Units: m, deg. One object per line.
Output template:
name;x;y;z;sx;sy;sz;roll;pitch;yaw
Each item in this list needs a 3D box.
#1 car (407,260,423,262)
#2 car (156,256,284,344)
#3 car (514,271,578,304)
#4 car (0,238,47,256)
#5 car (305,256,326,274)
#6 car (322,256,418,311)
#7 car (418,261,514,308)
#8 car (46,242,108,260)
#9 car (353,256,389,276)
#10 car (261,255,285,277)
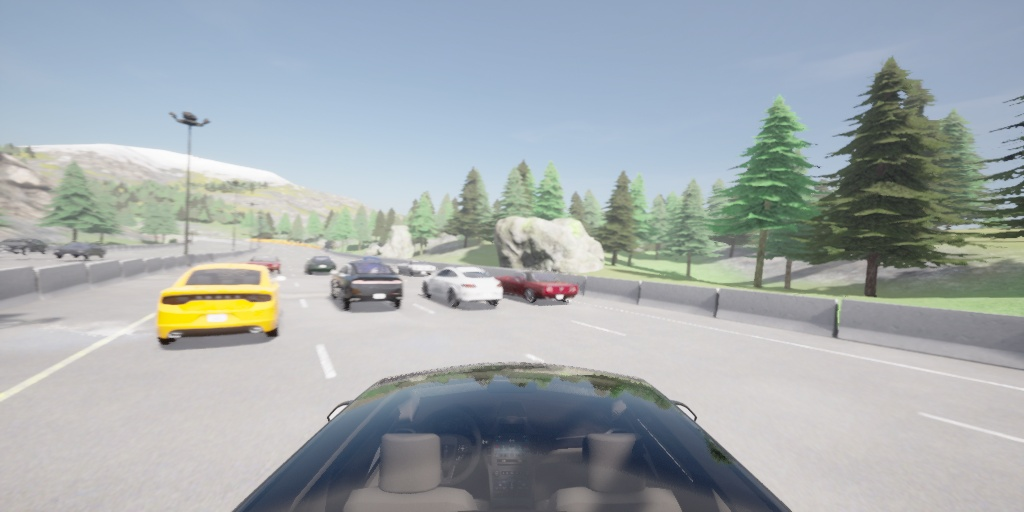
car;-8.228;0.982;30.481;1.895;1.301;4.718;2;0;-33
car;-6.647;0.907;8.561;1.882;1.535;5.008;2;0;-33
car;0.762;1.330;16.441;1.895;1.301;4.718;2;0;-33
car;-41.420;-0.791;30.265;1.837;1.490;4.892;2;0;-33
car;-14.886;0.676;27.908;1.994;1.385;4.181;2;0;-33
car;-5.357;0.967;13.032;2.128;1.511;4.902;2;0;-33
car;-2.083;1.138;14.404;1.812;1.442;4.674;2;0;-33
car;-38.484;-0.527;32.158;2.033;1.411;5.357;2;0;-33
car;-11.559;0.772;29.200;1.812;1.442;4.674;2;0;-33
car;-17.340;0.608;25.250;1.895;1.301;4.718;2;0;-33
